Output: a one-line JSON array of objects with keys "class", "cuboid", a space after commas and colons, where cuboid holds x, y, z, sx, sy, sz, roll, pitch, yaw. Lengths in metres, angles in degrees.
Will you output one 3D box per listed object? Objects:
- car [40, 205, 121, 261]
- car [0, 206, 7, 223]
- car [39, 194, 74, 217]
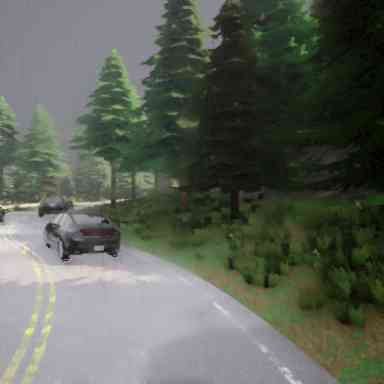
[{"class": "car", "cuboid": [-4.135, 1.449, 12.216, 1.837, 1.490, 4.892, 3, -1, -33]}, {"class": "car", "cuboid": [-12.569, 1.340, 20.081, 1.895, 1.301, 4.718, 1, 0, -21]}, {"class": "car", "cuboid": [-11.035, 1.038, 27.427, 2.097, 1.767, 4.553, 0, 1, -11]}]
